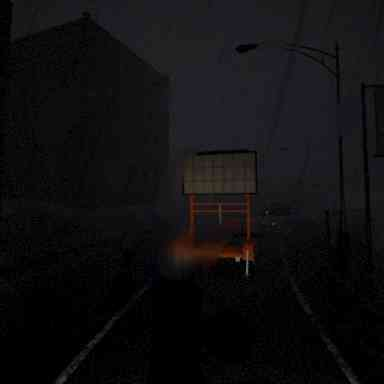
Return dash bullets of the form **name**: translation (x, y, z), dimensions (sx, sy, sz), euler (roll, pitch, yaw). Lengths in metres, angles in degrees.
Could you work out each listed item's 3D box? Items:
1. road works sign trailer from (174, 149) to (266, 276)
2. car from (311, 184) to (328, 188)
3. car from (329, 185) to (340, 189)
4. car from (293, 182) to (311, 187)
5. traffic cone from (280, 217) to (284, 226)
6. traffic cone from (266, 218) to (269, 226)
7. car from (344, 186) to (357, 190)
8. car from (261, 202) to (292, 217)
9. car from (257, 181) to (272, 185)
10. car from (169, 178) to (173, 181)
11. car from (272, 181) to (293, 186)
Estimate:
- **road works sign trailer**: translation (0.918, 0.487, 10.640), dimensions (2.380, 3.560, 2.880), euler (-1, 0, 17)
- **car**: translation (29.374, -1.112, 79.377), dimensions (4.792, 1.488, 2.163), euler (2, -5, -27)
- **car**: translation (34.218, -0.887, 82.015), dimensions (4.674, 1.452, 2.002), euler (3, -5, -29)
- **car**: translation (24.296, -1.481, 76.748), dimensions (4.553, 1.767, 2.185), euler (2, -5, -26)
- **traffic cone**: translation (6.113, 2.031, 22.681), dimensions (0.340, 0.580, 0.340), euler (-2, -1, 17)
- **traffic cone**: translation (5.161, 2.062, 22.969), dimensions (0.340, 0.580, 0.340), euler (-2, -1, 16)
- **car**: translation (38.918, -0.706, 84.710), dimensions (4.892, 1.521, 2.231), euler (3, -5, -30)
- **car**: translation (9.084, 1.865, 35.618), dimensions (2.128, 1.511, 4.902), euler (-4, -3, 38)
- **car**: translation (14.311, -1.702, 71.967), dimensions (4.674, 1.452, 2.002), euler (2, -5, -24)
- **car**: translation (-5.963, -2.461, 63.433), dimensions (4.553, 1.767, 2.185), euler (2, -5, -23)
- **car**: translation (19.340, -1.553, 74.306), dimensions (5.008, 1.535, 2.097), euler (2, -5, -25)
